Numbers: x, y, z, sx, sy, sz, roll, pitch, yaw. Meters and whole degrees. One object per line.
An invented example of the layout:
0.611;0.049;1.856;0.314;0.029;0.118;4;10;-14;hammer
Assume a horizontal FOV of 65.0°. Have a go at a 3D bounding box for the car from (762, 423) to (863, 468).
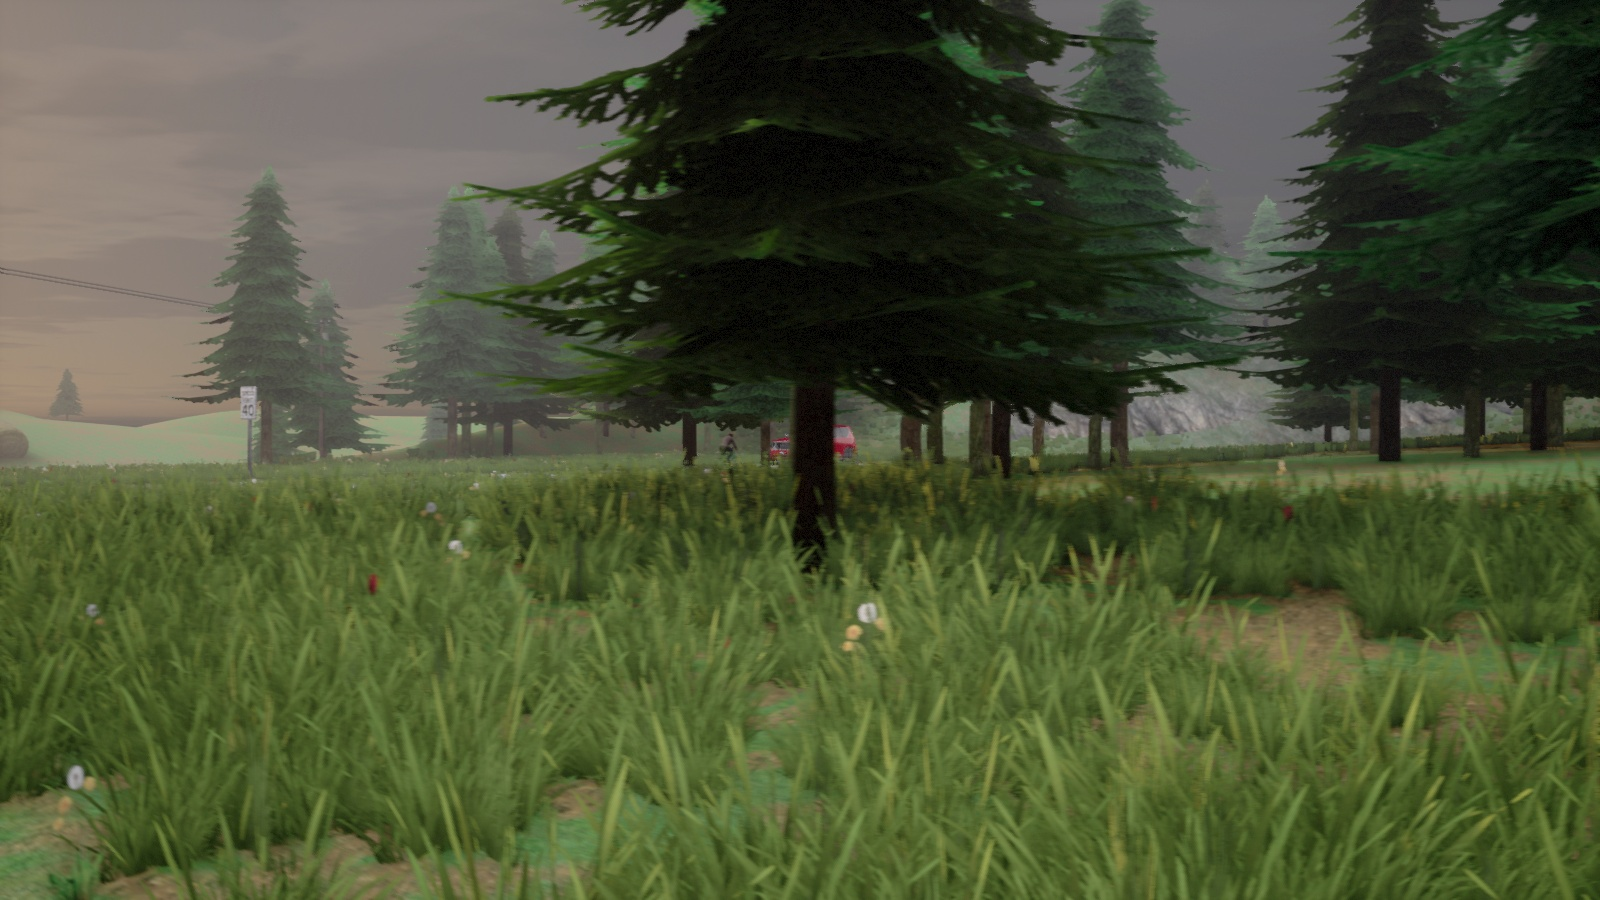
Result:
0.677;-0.244;60.713;2.150;2.045;5.566;0;1;34;car
